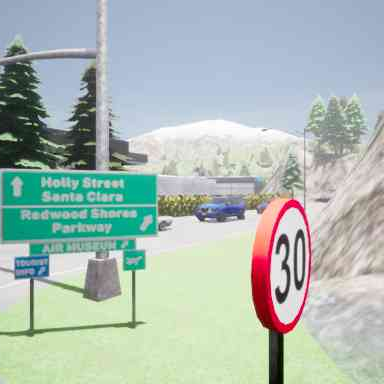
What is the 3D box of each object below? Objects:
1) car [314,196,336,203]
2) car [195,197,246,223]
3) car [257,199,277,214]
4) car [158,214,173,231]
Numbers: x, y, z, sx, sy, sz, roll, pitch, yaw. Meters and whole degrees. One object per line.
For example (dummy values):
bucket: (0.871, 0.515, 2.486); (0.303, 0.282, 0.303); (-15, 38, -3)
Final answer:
car: (29.269, 1.717, 73.248); (2.128, 1.511, 4.902); (0, 0, -32)
car: (2.561, 1.415, 28.176); (2.150, 2.045, 5.566); (0, 0, 36)
car: (8.926, 1.543, 36.957); (2.097, 1.767, 4.553); (0, 0, 36)
car: (-3.311, 1.792, 20.057); (1.895, 1.301, 4.718); (0, 0, 36)
